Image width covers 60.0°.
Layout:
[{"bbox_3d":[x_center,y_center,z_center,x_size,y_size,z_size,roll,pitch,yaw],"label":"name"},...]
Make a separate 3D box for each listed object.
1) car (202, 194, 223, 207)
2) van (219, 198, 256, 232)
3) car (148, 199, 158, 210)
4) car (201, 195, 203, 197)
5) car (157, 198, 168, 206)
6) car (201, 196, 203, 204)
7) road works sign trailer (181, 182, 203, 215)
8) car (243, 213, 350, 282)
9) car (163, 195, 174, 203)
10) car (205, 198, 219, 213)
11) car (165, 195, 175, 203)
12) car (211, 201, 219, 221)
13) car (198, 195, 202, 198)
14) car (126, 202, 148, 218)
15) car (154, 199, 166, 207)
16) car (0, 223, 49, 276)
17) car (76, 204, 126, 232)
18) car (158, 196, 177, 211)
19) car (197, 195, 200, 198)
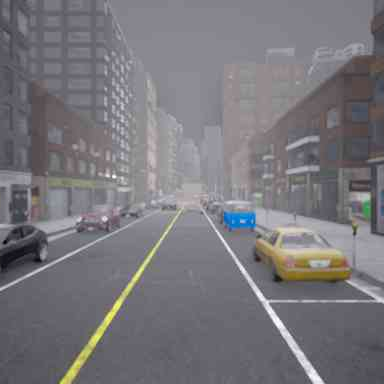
[{"bbox_3d":[2.847,1.538,42.616,2.192,1.841,5.009,-1,0,0],"label":"car"},{"bbox_3d":[2.848,1.448,20.592,1.690,1.788,3.998,-1,0,0],"label":"van"},{"bbox_3d":[-5.675,1.834,48.105,1.802,1.307,4.206,-1,0,0],"label":"car"},{"bbox_3d":[2.850,1.859,64.810,1.752,1.417,4.829,-1,0,0],"label":"car"},{"bbox_3d":[-5.675,1.916,64.628,1.802,1.307,4.206,-1,0,0],"label":"car"},{"bbox_3d":[2.850,1.873,59.134,1.947,1.339,4.313,-1,0,0],"label":"car"},{"bbox_3d":[-0.001,0.656,36.796,2.380,3.560,2.880,0,0,0],"label":"road works sign trailer"},{"bbox_3d":[2.850,1.576,9.749,1.752,1.417,4.829,-1,0,0],"label":"car"},{"bbox_3d":[-5.678,1.724,81.153,2.192,1.841,5.009,-1,0,0],"label":"car"},{"bbox_3d":[2.850,1.744,37.109,2.008,1.369,4.403,-1,0,0],"label":"car"},{"bbox_3d":[-5.677,1.748,86.661,2.192,1.841,5.009,-1,0,0],"label":"car"},{"bbox_3d":[2.850,1.686,26.097,2.008,1.369,4.403,-1,0,0],"label":"car"},{"bbox_3d":[2.851,1.950,75.652,1.947,1.339,4.313,-1,0,0],"label":"car"},{"bbox_3d":[-5.675,1.731,31.583,1.947,1.339,4.313,-1,0,0],"label":"car"},{"bbox_3d":[-5.675,1.890,59.120,1.802,1.307,4.206,-1,0,0],"label":"car"},{"bbox_3d":[-5.675,1.616,9.552,1.947,1.339,4.313,-1,0,0],"label":"car"},{"bbox_3d":[-5.676,1.547,20.568,1.967,1.590,4.097,-1,0,0],"label":"car"},{"bbox_3d":[-3.087,1.716,45.530,1.882,1.535,5.008,0,-1,0],"label":"car"},{"bbox_3d":[2.850,1.974,81.159,1.947,1.339,4.313,-1,0,0],"label":"car"}]
